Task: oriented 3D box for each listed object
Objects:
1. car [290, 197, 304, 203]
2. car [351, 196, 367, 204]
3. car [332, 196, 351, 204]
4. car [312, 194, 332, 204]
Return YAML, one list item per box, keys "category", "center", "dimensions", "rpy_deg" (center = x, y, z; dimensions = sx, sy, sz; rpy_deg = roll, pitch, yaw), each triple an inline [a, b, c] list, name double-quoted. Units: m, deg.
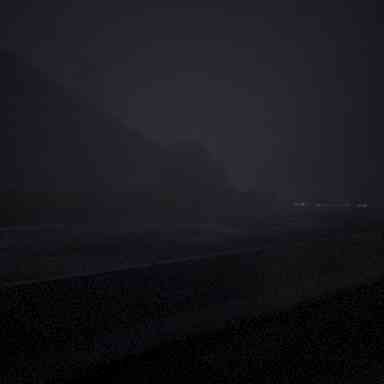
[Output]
- category: "car"
  center: [20.965, 1.600, 66.419]
  dimensions: [1.994, 1.385, 4.181]
  rpy_deg: [0, 0, 4]
- category: "car"
  center: [31.036, 1.494, 61.993]
  dimensions: [2.128, 1.511, 4.902]
  rpy_deg: [0, 0, 10]
- category: "car"
  center: [27.558, 1.516, 62.318]
  dimensions: [1.882, 1.535, 5.008]
  rpy_deg: [0, 0, 8]
- category: "car"
  center: [24.040, 1.314, 62.578]
  dimensions: [2.150, 2.045, 5.566]
  rpy_deg: [0, 0, 8]
